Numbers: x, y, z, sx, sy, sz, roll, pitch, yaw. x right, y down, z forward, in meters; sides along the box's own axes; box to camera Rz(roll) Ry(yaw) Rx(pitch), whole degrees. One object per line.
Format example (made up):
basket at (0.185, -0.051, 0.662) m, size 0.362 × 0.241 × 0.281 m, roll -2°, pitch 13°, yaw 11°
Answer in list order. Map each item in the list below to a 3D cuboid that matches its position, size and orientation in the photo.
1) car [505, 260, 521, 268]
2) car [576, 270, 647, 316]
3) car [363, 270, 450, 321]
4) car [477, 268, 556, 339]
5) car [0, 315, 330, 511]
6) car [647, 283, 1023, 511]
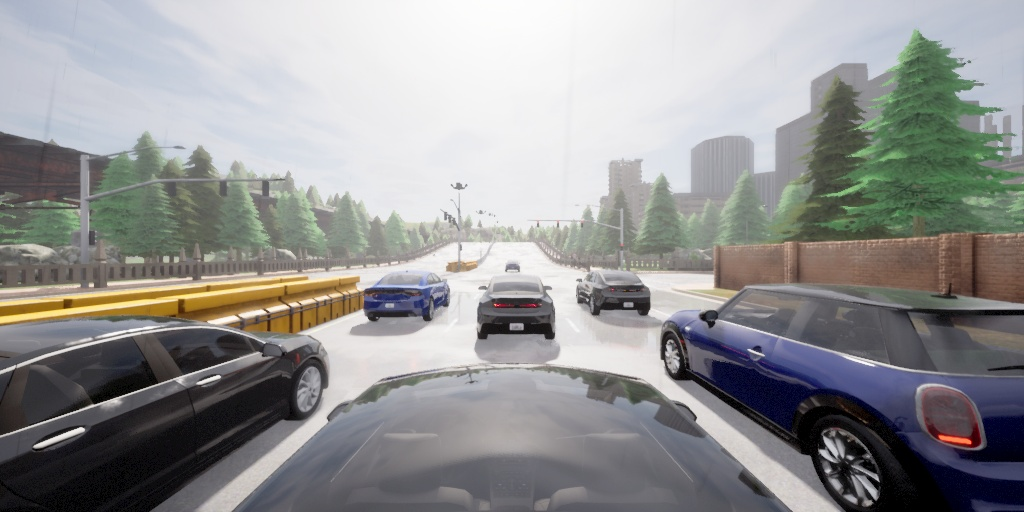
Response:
car at (0.081, 1.275, 46.209) m, size 1.812 × 1.442 × 4.674 m, roll 0°, pitch 0°, yaw 0°
car at (3.617, 1.255, 13.454) m, size 1.837 × 1.490 × 4.892 m, roll 0°, pitch 0°, yaw 1°
car at (-3.401, 1.227, 12.444) m, size 1.882 × 1.535 × 5.008 m, roll 0°, pitch 0°, yaw 0°
car at (0.098, 1.254, 10.021) m, size 1.837 × 1.490 × 4.892 m, roll 0°, pitch 0°, yaw 0°
car at (-3.400, 1.255, 2.951) m, size 1.837 × 1.490 × 4.892 m, roll 0°, pitch 0°, yaw 0°
car at (3.601, 1.102, 4.370) m, size 2.097 × 1.767 × 4.553 m, roll 0°, pitch 0°, yaw 0°
